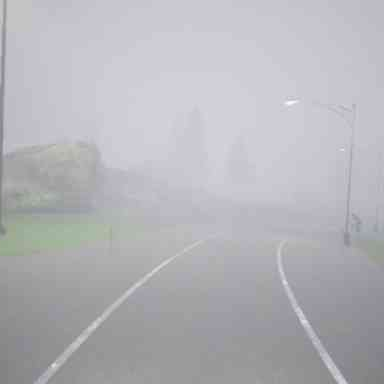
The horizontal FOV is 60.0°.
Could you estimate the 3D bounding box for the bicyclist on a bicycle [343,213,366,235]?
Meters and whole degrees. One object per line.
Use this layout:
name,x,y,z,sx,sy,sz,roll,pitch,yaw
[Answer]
bicyclist on a bicycle,12.331,2.416,25.288,1.656,1.620,0.582,4,-1,33

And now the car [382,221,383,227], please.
car,28.603,4.463,46.405,4.181,1.385,1.994,6,0,-26
